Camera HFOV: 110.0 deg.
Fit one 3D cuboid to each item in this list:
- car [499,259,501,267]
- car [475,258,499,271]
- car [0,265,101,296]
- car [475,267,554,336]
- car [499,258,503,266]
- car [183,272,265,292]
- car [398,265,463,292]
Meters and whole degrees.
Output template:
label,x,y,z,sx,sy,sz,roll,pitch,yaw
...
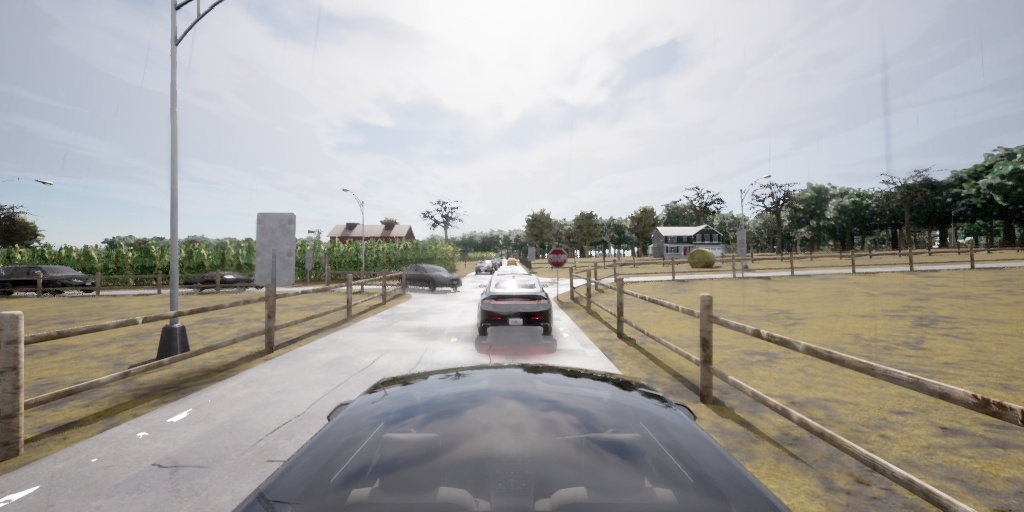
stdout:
label,x,y,z,sx,sy,sz,roll,pitch,yaw
car,-2.916,1.321,49.172,1.895,1.301,4.718,0,0,0
car,-2.950,1.222,39.978,2.128,1.511,4.902,0,0,1
car,-31.757,1.631,24.539,5.566,2.045,2.150,-1,-2,0
car,0.057,1.245,10.380,2.128,1.511,4.902,0,0,-1
car,-2.920,1.234,60.001,1.812,1.442,4.674,0,0,0
car,-19.367,1.753,24.548,4.718,1.301,1.895,-1,-2,0
car,-4.942,1.263,21.384,4.892,1.490,1.837,-1,-3,41
